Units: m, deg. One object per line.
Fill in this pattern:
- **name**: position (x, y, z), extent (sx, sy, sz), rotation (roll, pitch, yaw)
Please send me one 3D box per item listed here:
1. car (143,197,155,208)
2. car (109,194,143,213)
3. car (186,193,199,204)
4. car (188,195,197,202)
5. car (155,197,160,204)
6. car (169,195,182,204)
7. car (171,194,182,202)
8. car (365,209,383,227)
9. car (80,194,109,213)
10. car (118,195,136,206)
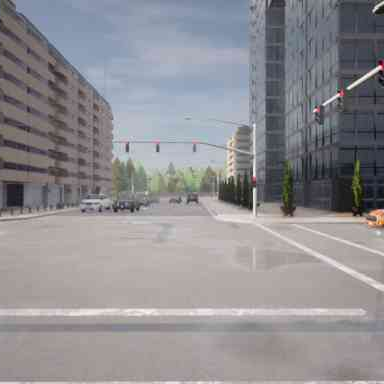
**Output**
- **car**: position (-7.302, 1.547, 49.417), extent (2.033, 1.411, 5.357), rotation (0, 0, 1)
- **car**: position (-7.408, 1.221, 38.155), extent (2.150, 2.045, 5.566), rotation (0, 0, 1)
- **car**: position (0.080, 1.221, 63.864), extent (2.150, 2.045, 5.566), rotation (0, 0, 1)
- **car**: position (0.119, 1.499, 74.577), extent (1.837, 1.490, 4.892), rotation (0, 0, 1)
- **car**: position (-7.104, 1.563, 62.130), extent (1.994, 1.385, 4.181), rotation (0, 0, 1)
- **car**: position (-3.414, 1.525, 64.283), extent (1.812, 1.442, 4.674), rotation (0, 0, 1)
- **car**: position (-3.389, 1.354, 74.301), extent (2.097, 1.767, 4.553), rotation (0, 0, 1)
- **car**: position (13.585, 1.407, 21.136), extent (4.553, 1.767, 2.097), rotation (0, 0, 0)
- **car**: position (-10.909, 1.219, 37.911), extent (2.150, 2.045, 5.566), rotation (0, 0, 1)
- **car**: position (-10.712, 1.351, 55.264), extent (2.097, 1.767, 4.553), rotation (0, 0, 1)
